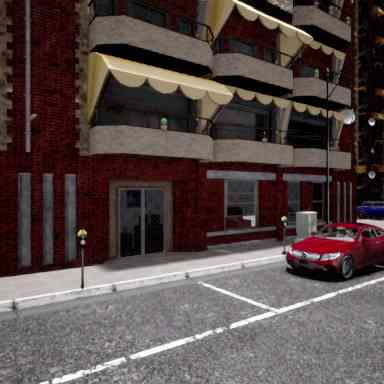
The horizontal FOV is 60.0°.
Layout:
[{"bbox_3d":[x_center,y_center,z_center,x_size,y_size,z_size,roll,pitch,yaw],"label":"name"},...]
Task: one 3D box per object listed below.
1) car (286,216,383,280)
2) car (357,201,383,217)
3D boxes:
[{"bbox_3d":[4.616,1.581,9.901,4.206,1.307,1.802,0,0,-35],"label":"car"},{"bbox_3d":[17.537,1.602,30.211,2.097,1.767,4.553,0,-1,-36],"label":"car"}]
